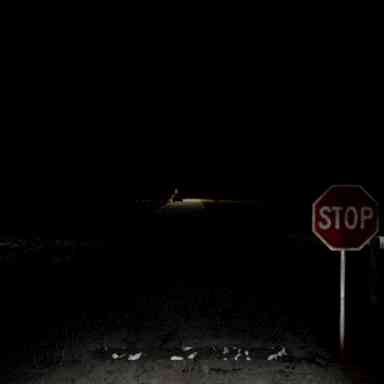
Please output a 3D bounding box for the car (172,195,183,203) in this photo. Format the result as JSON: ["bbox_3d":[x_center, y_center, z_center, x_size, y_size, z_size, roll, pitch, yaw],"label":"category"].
[{"bbox_3d":[-2.708,1.300,62.958,1.812,1.442,4.674,0,0,0],"label":"car"}]
